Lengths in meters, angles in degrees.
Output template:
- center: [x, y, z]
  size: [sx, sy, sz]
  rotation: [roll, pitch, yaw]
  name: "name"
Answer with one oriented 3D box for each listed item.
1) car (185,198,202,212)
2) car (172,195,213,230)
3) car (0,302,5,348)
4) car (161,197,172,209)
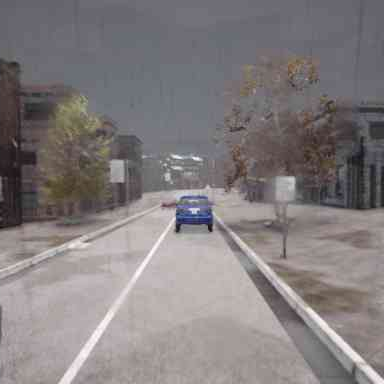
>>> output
- center: [0.152, 1.506, 39.222]
  size: [1.812, 1.442, 4.674]
  rotation: [0, 0, 0]
  name: "car"
- center: [0.127, 1.211, 20.967]
  size: [2.150, 2.045, 5.566]
  rotation: [0, 0, 0]
  name: "car"
- center: [-3.101, 1.491, 1.882]
  size: [2.128, 1.511, 4.902]
  rotation: [0, 0, 0]
  name: "car"
- center: [-3.019, 1.451, 44.761]
  size: [1.882, 1.535, 5.008]
  rotation: [0, 0, 0]
  name: "car"
